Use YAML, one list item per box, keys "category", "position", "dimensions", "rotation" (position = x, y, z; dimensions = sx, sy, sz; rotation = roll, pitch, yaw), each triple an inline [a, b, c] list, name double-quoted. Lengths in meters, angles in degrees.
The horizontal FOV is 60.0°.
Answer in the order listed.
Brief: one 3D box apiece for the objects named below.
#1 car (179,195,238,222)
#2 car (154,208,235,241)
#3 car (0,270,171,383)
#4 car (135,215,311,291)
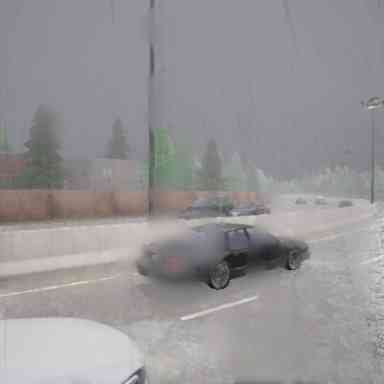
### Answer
- category: "car"
  position: [1.573, 1.351, 29.232]
  dimensions: [2.150, 2.045, 5.566]
  rotation: [0, 0, 42]
- category: "car"
  position: [0.222, 1.645, 18.064]
  dimensions: [4.181, 1.385, 1.994]
  rotation: [0, 0, -43]
- category: "car"
  position: [-2.521, 1.537, 2.113]
  dimensions: [4.674, 1.442, 1.812]
  rotation: [0, 0, -35]
- category: "car"
  position: [1.121, 1.589, 9.227]
  dimensions: [5.357, 1.411, 2.033]
  rotation: [0, 0, -40]
